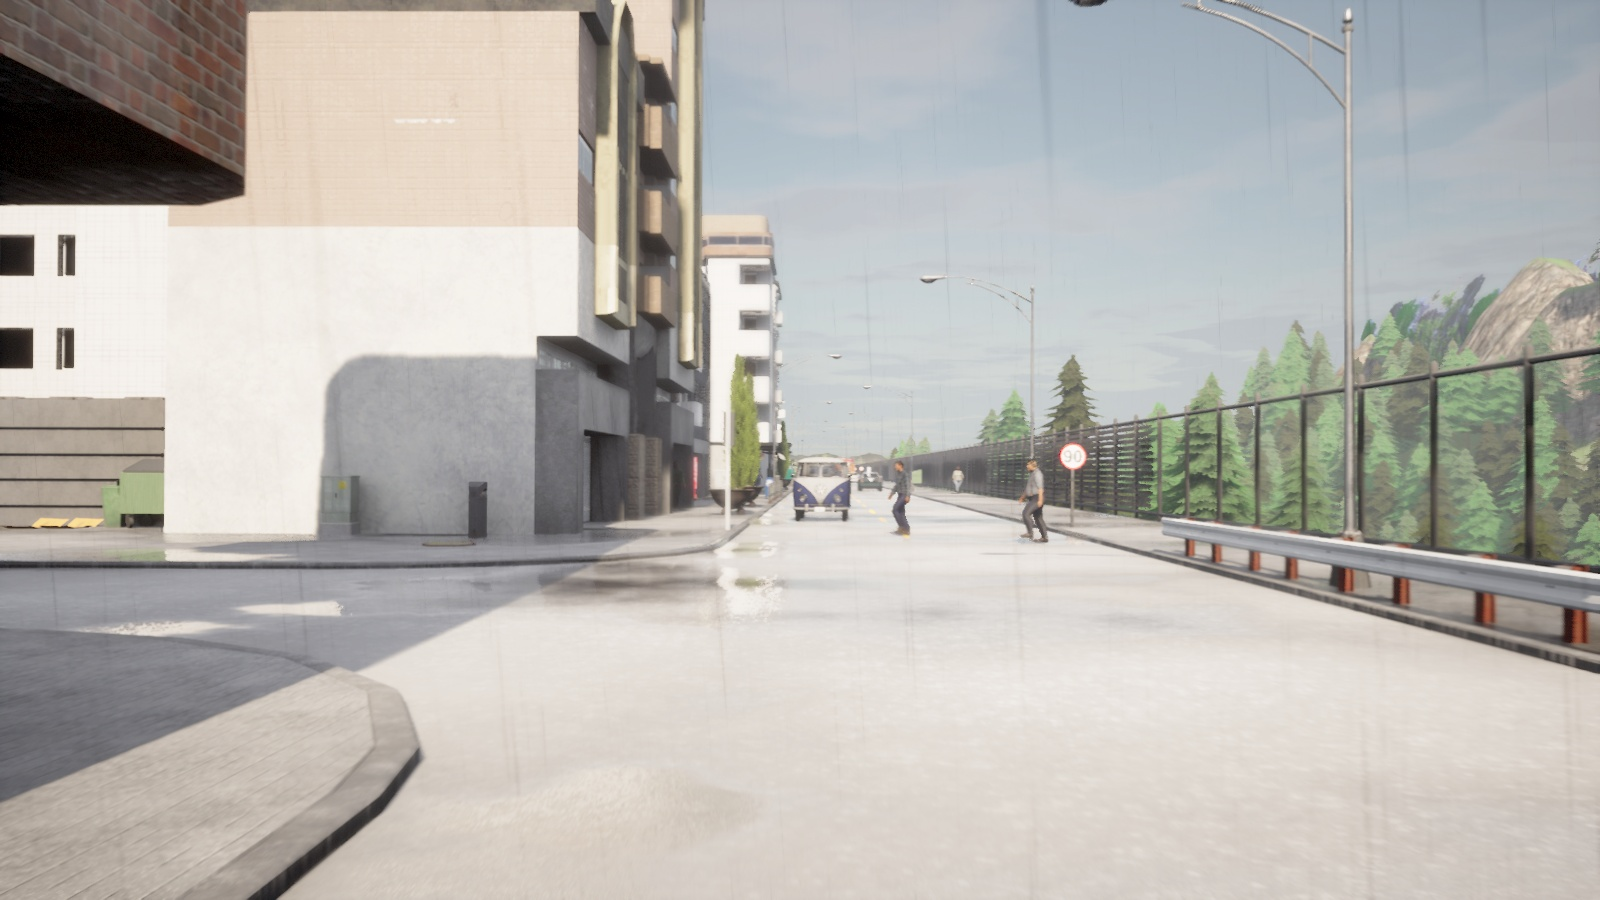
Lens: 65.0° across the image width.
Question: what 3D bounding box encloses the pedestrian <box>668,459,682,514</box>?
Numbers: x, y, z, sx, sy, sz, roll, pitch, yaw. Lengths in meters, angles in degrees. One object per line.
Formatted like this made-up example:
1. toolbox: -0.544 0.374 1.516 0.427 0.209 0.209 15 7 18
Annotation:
1. pedestrian: -4.421 1.289 44.560 0.423 1.949 0.788 0 -1 -11

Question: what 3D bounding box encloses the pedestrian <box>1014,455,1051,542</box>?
1. pedestrian: 5.015 1.042 27.106 0.694 1.848 0.540 0 -1 1

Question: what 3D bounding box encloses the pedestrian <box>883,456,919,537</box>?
1. pedestrian: 2.436 1.117 30.357 0.788 1.949 0.423 0 -1 -10

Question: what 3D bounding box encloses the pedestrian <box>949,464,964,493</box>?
1. pedestrian: 10.224 1.853 81.867 0.874 1.855 0.900 0 -1 2

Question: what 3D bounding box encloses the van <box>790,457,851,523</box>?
1. van: 0.719 1.239 40.276 1.775 1.987 4.442 0 -1 3
